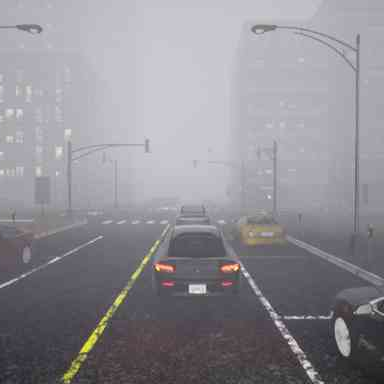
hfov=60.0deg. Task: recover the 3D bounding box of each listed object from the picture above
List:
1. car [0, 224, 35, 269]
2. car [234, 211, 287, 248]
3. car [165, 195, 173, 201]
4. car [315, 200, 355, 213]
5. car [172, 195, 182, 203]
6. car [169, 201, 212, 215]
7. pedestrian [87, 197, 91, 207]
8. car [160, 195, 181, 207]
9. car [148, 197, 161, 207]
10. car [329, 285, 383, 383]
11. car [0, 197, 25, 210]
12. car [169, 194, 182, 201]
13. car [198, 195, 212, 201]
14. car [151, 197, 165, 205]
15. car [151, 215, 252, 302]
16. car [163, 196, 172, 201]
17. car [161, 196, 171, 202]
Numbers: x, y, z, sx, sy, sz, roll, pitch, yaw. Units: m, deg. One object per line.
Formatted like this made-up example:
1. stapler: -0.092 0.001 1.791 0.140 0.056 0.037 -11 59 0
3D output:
1. car: -5.849 1.542 8.780 1.887 1.381 4.507 -1 0 0
2. car: 2.778 1.521 14.554 1.752 1.417 4.829 -1 0 0
3. car: -5.879 1.530 86.249 1.887 1.381 4.507 -1 0 0
4. car: 16.238 1.623 37.545 4.403 1.369 2.008 0 0 1
5. car: -3.143 1.487 70.538 1.837 1.490 4.892 0 0 0
6. car: 0.053 1.487 18.177 2.128 1.511 4.902 0 0 0
7. pedestrian: -12.632 1.200 40.830 0.375 1.300 0.375 0 0 1
8. car: -3.195 1.537 50.390 2.033 1.411 5.357 0 0 0
9. car: -5.809 1.514 52.152 1.752 1.417 4.829 -1 0 0
10. car: 2.801 1.550 3.096 2.008 1.369 4.403 -1 0 0
11. car: -21.738 1.275 37.965 4.829 1.417 1.752 0 0 1
12. car: -3.195 1.479 60.341 2.128 1.511 4.902 0 0 0
13. car: 2.559 1.539 57.994 2.008 1.369 4.403 -1 0 0
14. car: -5.821 1.554 57.976 1.947 1.339 4.313 -1 0 0
15. car: 0.083 1.523 8.102 1.812 1.442 4.674 0 0 0
16. car: -5.866 1.568 80.594 1.802 1.307 4.206 -1 0 0
17. car: -5.855 1.531 74.940 1.887 1.381 4.507 -1 0 0
